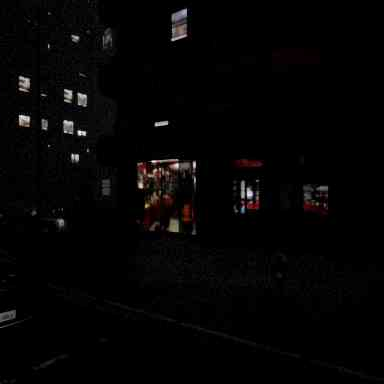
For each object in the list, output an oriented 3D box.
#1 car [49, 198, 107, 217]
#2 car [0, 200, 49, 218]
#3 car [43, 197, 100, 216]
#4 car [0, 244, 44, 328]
[{"bbox_3d":[-9.470,1.247,28.028,1.837,1.490,4.892,0,0,35],"label":"car"},{"bbox_3d":[-13.999,1.350,26.052,2.008,1.369,4.403,1,1,35],"label":"car"},{"bbox_3d":[-10.909,1.250,30.477,1.752,1.417,4.829,1,1,35],"label":"car"},{"bbox_3d":[-4.438,1.551,6.040,4.403,1.369,2.008,0,0,36],"label":"car"}]
